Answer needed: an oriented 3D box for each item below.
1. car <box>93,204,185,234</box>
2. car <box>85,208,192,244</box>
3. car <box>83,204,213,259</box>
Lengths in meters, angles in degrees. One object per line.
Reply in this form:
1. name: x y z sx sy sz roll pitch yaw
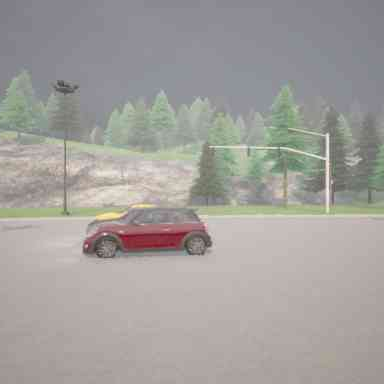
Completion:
1. car: -2.997 1.477 19.090 5.008 1.535 1.882 0 0 -10
2. car: -2.480 1.526 15.614 4.674 1.442 1.812 0 0 -11
3. car: -1.606 1.352 12.228 4.553 1.767 2.097 0 0 -10
